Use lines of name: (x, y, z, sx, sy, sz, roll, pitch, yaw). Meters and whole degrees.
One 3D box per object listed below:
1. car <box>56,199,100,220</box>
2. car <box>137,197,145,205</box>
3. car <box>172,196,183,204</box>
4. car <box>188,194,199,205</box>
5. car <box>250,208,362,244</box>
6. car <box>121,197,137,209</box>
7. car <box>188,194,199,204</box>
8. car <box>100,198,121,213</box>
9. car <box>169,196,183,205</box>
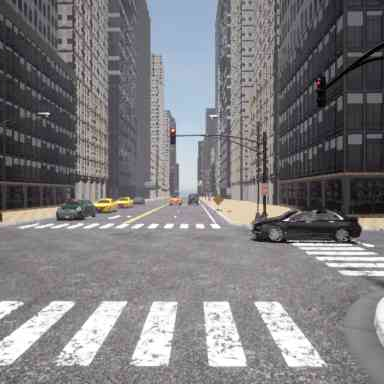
car: (-9.766, 1.374, 28.275, 2.097, 1.767, 4.553, 0, 0, 0)
car: (-9.613, 1.647, 59.811, 2.033, 1.411, 5.357, 0, 0, 1)
car: (-2.971, 1.633, 70.170, 2.128, 1.511, 4.902, 0, 0, 0)
car: (0.279, 1.606, 60.193, 1.837, 1.490, 4.892, 0, 0, 0)
car: (5.185, 1.515, 15.394, 4.892, 1.490, 1.837, 0, 0, 3)
car: (-9.703, 1.540, 47.848, 1.882, 1.535, 5.008, 0, 0, 0)
car: (0.282, 1.361, 70.401, 2.150, 2.045, 5.566, 0, 0, 0)
car: (-9.741, 1.516, 37.462, 1.882, 1.535, 5.008, 0, 0, 0)
car: (-2.971, 1.452, 59.982, 2.097, 1.767, 4.553, 0, 0, 0)
